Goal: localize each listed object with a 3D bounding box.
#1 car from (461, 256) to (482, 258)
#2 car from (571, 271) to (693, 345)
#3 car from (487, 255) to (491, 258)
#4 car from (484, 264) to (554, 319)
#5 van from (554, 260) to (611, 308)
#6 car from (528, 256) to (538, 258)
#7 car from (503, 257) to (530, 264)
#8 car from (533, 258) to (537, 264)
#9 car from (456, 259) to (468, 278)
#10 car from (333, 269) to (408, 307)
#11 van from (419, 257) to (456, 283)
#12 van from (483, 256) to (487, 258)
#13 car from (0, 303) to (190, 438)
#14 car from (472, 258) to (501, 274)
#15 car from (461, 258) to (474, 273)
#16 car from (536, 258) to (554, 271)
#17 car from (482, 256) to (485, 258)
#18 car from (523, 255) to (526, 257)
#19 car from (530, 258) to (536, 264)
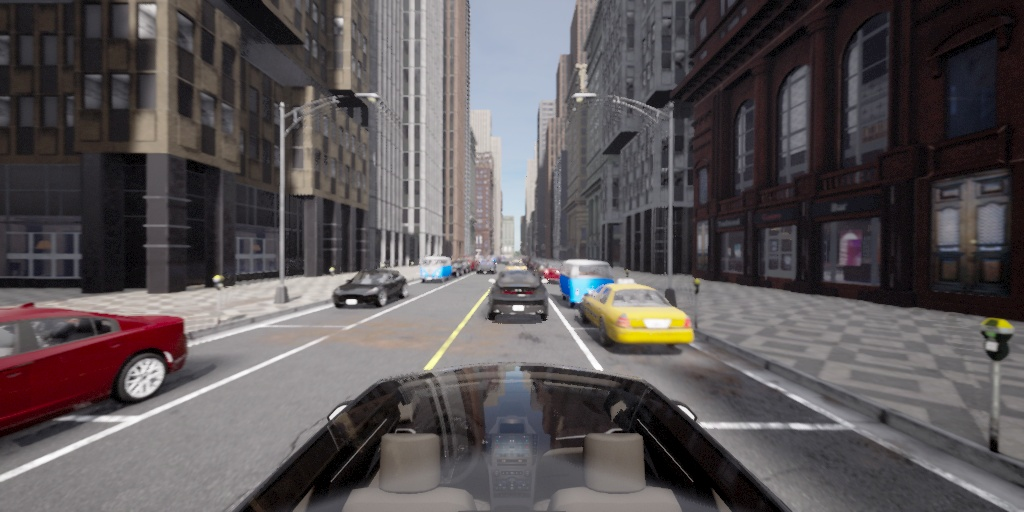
[{"bbox_3d":[-5.263,0.865,42.983,2.192,1.841,5.009,0,0,1],"label":"car"},{"bbox_3d":[2.830,1.262,9.240,1.751,1.417,4.829,0,0,1],"label":"car"},{"bbox_3d":[-5.047,0.923,59.892,1.967,1.591,4.097,0,0,1],"label":"car"},{"bbox_3d":[0.215,1.212,12.575,1.837,1.490,4.892,0,0,1],"label":"car"},{"bbox_3d":[2.900,1.054,14.705,1.690,1.789,3.998,0,0,1],"label":"van"},{"bbox_3d":[3.333,1.019,48.520,1.967,1.591,4.097,0,0,1],"label":"car"},{"bbox_3d":[0.347,1.090,30.656,1.801,1.575,5.366,0,0,1],"label":"car"},{"bbox_3d":[3.119,1.172,31.783,1.751,1.417,4.829,0,0,1],"label":"car"},{"bbox_3d":[-5.408,1.161,31.710,1.948,1.339,4.313,0,0,1],"label":"car"},{"bbox_3d":[-5.624,1.228,14.802,1.948,1.339,4.313,0,0,1],"label":"car"},{"bbox_3d":[-5.480,0.958,26.074,1.690,1.789,3.998,0,0,1],"label":"van"},{"bbox_3d":[-5.119,0.847,54.256,1.690,1.789,3.998,0,0,1],"label":"van"},{"bbox_3d":[-5.769,1.253,3.530,1.888,1.381,4.507,0,0,1],"label":"car"},{"bbox_3d":[-2.568,1.192,37.376,2.033,1.411,5.357,0,0,1],"label":"car"},{"bbox_3d":[-5.336,1.139,37.347,1.948,1.339,4.313,0,0,1],"label":"car"},{"bbox_3d":[3.044,1.108,25.977,1.967,1.591,4.097,0,0,1],"label":"car"},{"bbox_3d":[-5.191,1.073,48.619,1.888,1.381,4.507,0,0,1],"label":"car"},{"bbox_3d":[3.477,0.850,59.792,2.192,1.841,5.009,0,0,1],"label":"car"},{"bbox_3d":[3.189,1.174,37.249,2.007,1.370,4.403,0,0,1],"label":"car"}]
